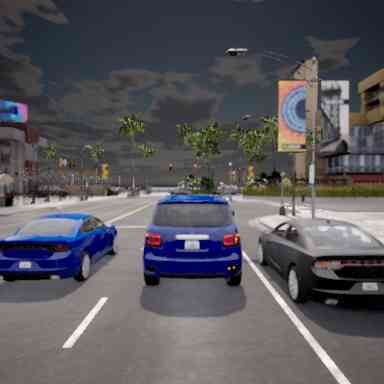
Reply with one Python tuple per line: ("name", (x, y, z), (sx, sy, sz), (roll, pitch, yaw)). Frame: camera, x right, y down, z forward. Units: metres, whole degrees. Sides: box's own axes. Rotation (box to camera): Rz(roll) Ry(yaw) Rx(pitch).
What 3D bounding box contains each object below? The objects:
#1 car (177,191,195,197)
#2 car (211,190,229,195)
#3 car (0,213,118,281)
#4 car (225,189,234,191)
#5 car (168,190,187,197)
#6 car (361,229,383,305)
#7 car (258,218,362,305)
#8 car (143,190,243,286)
("car", (-1.302, 0.421, 74.161), (1.994, 1.385, 4.181), (0, 1, 29))
("car", (7.512, 0.230, 89.599), (4.718, 1.301, 1.895), (-1, 1, -40))
("car", (-3.455, 1.332, 9.397), (1.882, 1.535, 5.008), (0, 1, 0))
("car", (9.294, 0.036, 86.554), (4.553, 1.767, 2.097), (-1, 1, -40))
("car", (-3.318, 0.294, 77.585), (1.882, 1.535, 5.008), (0, 1, 29))
("car", (3.039, 1.330, 1.478), (2.185, 1.767, 4.553), (0, 1, 0))
("car", (2.891, 1.357, 7.904), (2.097, 1.535, 5.008), (0, 1, 0))
("car", (0.038, 1.080, 9.141), (2.150, 2.045, 5.566), (0, 1, 1))
